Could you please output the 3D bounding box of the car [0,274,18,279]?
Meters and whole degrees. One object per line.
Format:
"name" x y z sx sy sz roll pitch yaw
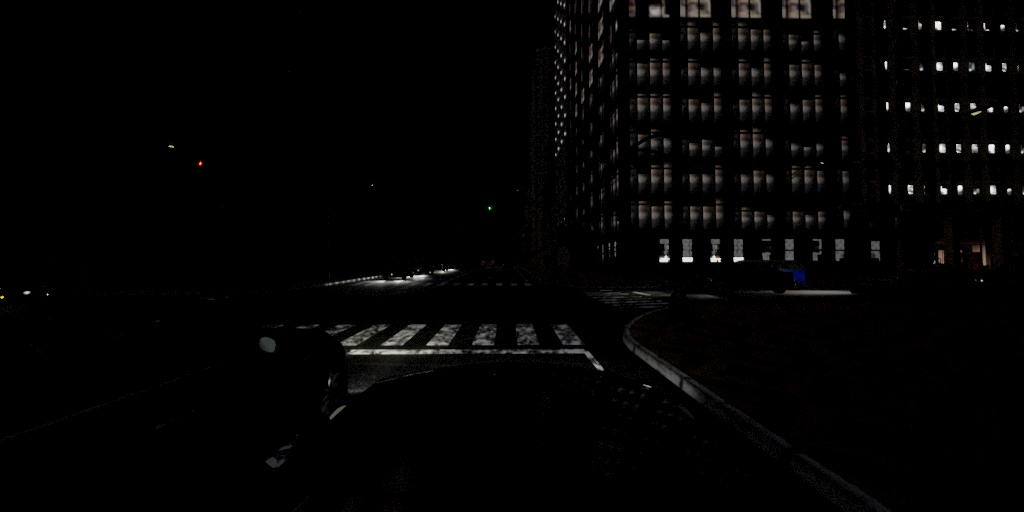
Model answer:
"car" -22.705 1.398 15.262 4.181 1.385 1.994 0 -2 -2

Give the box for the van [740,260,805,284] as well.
"van" 15.649 1.127 22.039 3.998 1.789 1.690 0 0 -2

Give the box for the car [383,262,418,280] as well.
"car" -10.322 1.327 32.876 1.837 1.490 4.892 0 0 -2

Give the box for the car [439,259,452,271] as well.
"car" -10.594 1.259 52.212 2.097 1.767 4.553 0 0 -1

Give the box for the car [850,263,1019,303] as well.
"car" 16.150 1.078 14.028 4.829 1.417 1.751 0 0 -2

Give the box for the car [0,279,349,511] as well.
"car" -3.155 1.103 2.831 2.097 1.767 4.553 0 0 -1

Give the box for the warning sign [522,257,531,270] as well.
"warning sign" 2.121 1.013 50.779 1.300 1.860 1.060 0 0 -1

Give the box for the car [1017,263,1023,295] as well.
"car" 21.563 0.964 14.176 4.097 1.591 1.967 0 0 -2

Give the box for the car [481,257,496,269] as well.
"car" -4.153 1.188 62.223 2.150 2.045 5.566 0 0 -1

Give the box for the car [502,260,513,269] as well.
"car" -0.789 1.561 61.296 1.895 1.301 4.718 0 0 -1

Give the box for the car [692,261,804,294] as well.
"car" 12.382 1.206 19.368 5.008 1.535 1.882 0 -2 0

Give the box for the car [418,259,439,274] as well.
"car" -10.451 1.350 42.338 2.128 1.511 4.902 0 0 -1

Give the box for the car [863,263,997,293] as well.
"car" 22.695 1.167 19.645 4.902 1.511 2.128 0 -2 -2

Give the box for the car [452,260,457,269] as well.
"car" -10.711 1.461 62.598 2.128 1.511 4.902 0 0 0
